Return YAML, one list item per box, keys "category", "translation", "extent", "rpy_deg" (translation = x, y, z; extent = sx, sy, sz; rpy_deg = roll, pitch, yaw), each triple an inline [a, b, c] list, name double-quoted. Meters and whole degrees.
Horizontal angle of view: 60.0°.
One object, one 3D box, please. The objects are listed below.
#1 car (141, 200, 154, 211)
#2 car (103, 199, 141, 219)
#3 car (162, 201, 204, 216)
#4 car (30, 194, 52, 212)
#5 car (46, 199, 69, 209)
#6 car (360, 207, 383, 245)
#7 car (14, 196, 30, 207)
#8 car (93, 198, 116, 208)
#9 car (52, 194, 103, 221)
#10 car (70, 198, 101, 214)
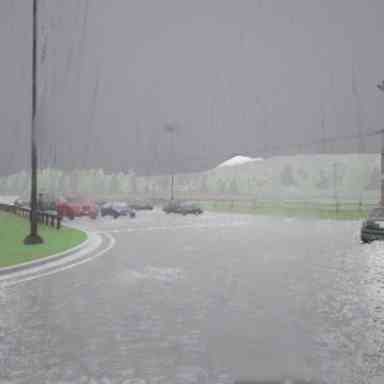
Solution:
- category: "car"
  translation: [-6.482, 1.653, 41.671]
  extent: [1.994, 1.385, 4.181]
  rpy_deg: [0, 0, -36]
- category: "car"
  translation: [-6.773, 1.583, 30.125]
  extent: [1.812, 1.442, 4.674]
  rpy_deg: [0, 0, -36]
- category: "car"
  translation: [-1.064, 1.636, 34.180]
  extent: [2.033, 1.411, 5.357]
  rpy_deg: [0, 0, -36]
- category: "car"
  translation: [-16.102, 1.263, 37.061]
  extent: [2.150, 2.045, 5.566]
  rpy_deg: [0, 0, -36]
- category: "car"
  translation: [-19.207, 1.659, 47.345]
  extent: [1.895, 1.301, 4.718]
  rpy_deg: [0, 0, -36]
- category: "car"
  translation: [9.567, 1.427, 14.861]
  extent: [4.553, 1.767, 2.097]
  rpy_deg: [0, 0, -35]
- category: "car"
  translation: [-24.807, 1.394, 49.143]
  extent: [2.097, 1.767, 4.553]
  rpy_deg: [0, 0, -36]
- category: "car"
  translation: [-13.621, 1.691, 51.582]
  extent: [1.895, 1.301, 4.718]
  rpy_deg: [0, 0, -36]
- category: "car"
  translation: [-9.918, 1.262, 28.499]
  extent: [2.150, 2.045, 5.566]
  rpy_deg: [0, 0, -36]
- category: "car"
  translation: [-12.126, 1.535, 37.536]
  extent: [1.882, 1.535, 5.008]
  rpy_deg: [0, 0, -36]
